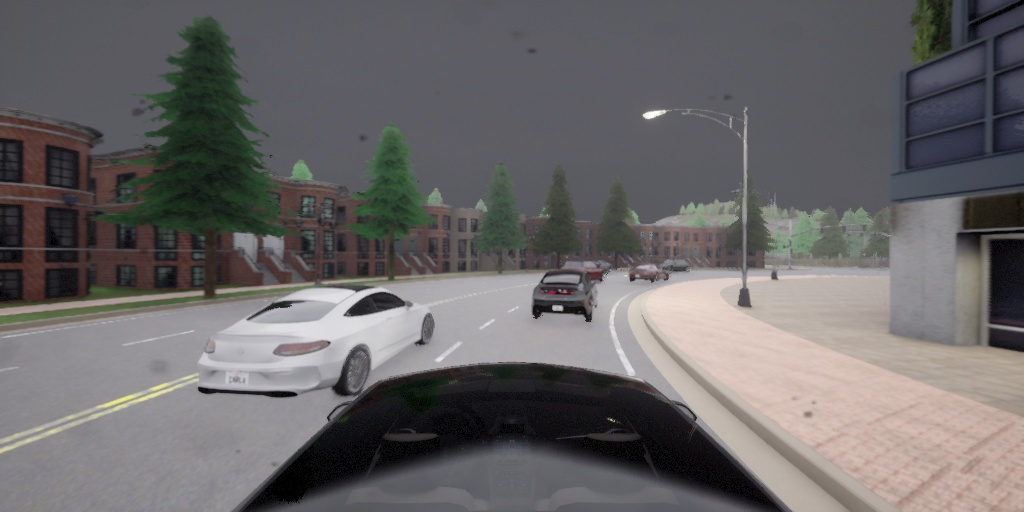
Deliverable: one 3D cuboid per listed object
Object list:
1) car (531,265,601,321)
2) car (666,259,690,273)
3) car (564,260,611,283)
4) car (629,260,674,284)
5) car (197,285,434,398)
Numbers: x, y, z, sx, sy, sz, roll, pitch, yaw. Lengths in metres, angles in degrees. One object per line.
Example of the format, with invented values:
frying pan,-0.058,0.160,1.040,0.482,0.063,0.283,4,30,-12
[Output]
car,1.968,1.243,12.550,1.837,1.490,4.892,0,0,16
car,18.980,1.151,42.857,4.553,1.767,2.097,0,0,-26
car,5.331,1.082,26.705,2.097,1.767,4.553,1,0,36
car,10.638,1.296,27.758,1.812,1.442,4.674,0,0,41
car,-2.910,1.240,6.424,1.812,1.442,4.674,0,0,6
